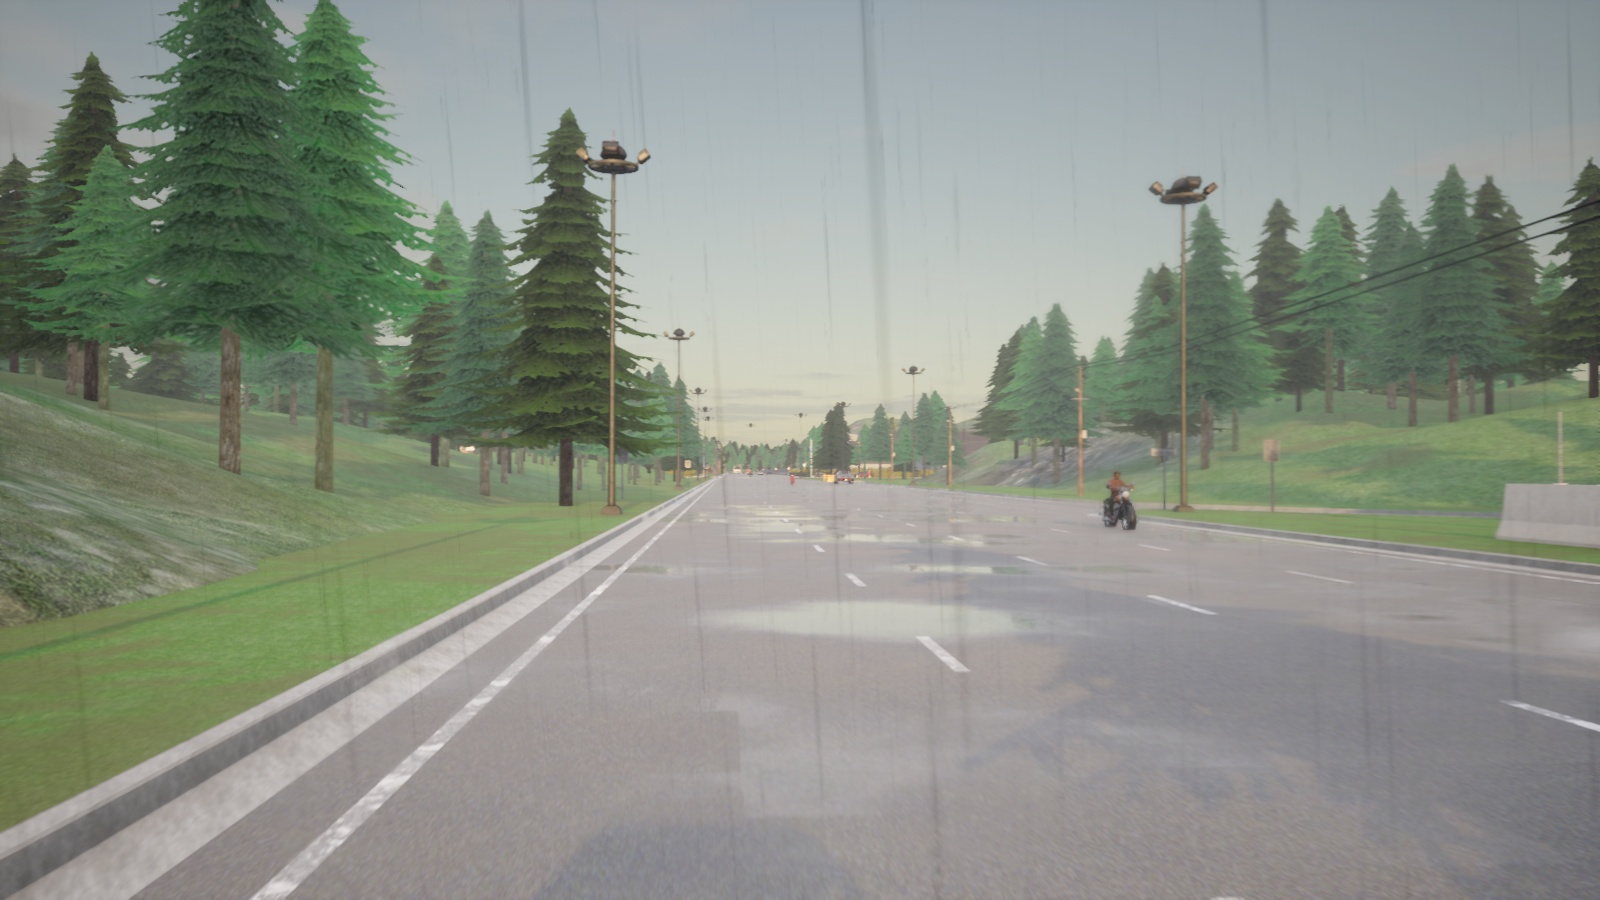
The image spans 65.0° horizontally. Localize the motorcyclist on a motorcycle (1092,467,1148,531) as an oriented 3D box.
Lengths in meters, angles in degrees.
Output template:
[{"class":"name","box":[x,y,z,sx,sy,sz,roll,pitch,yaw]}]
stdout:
[{"class":"motorcyclist on a motorcycle","box":[8.616,1.290,33.930,0.766,1.649,2.350,0,-1,-3]}]
